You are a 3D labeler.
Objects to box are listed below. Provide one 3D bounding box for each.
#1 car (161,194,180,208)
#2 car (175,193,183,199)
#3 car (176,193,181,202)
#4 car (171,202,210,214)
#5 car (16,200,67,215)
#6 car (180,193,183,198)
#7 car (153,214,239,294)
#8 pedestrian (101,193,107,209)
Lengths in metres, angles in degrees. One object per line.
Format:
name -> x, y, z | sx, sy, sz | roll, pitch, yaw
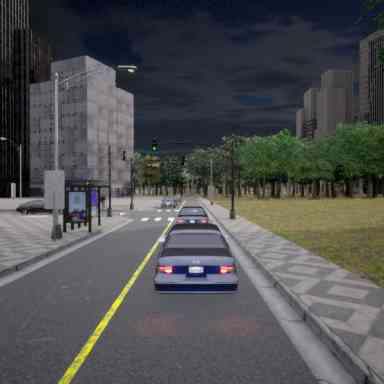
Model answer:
car -> -3.166, 1.445, 46.094 | 2.128, 1.511, 4.902 | 0, 0, 0
car -> -3.197, 1.000, 81.667 | 1.837, 1.490, 4.892 | 0, 0, 0
car -> -3.175, 1.444, 55.309 | 1.837, 1.490, 4.892 | 0, 0, 0
car -> 0.049, 1.538, 19.257 | 2.033, 1.411, 5.357 | 0, 0, 1
car -> -14.397, 1.477, 31.991 | 4.674, 1.442, 1.812 | 0, 1, 2
car -> -3.147, 1.396, 66.632 | 1.882, 1.535, 5.008 | 0, 0, 0
car -> 0.080, 1.545, 8.918 | 2.033, 1.411, 5.357 | 0, 0, 0
pedestrian -> -10.141, 1.050, 38.105 | 0.375, 1.860, 0.375 | 0, 0, 1
